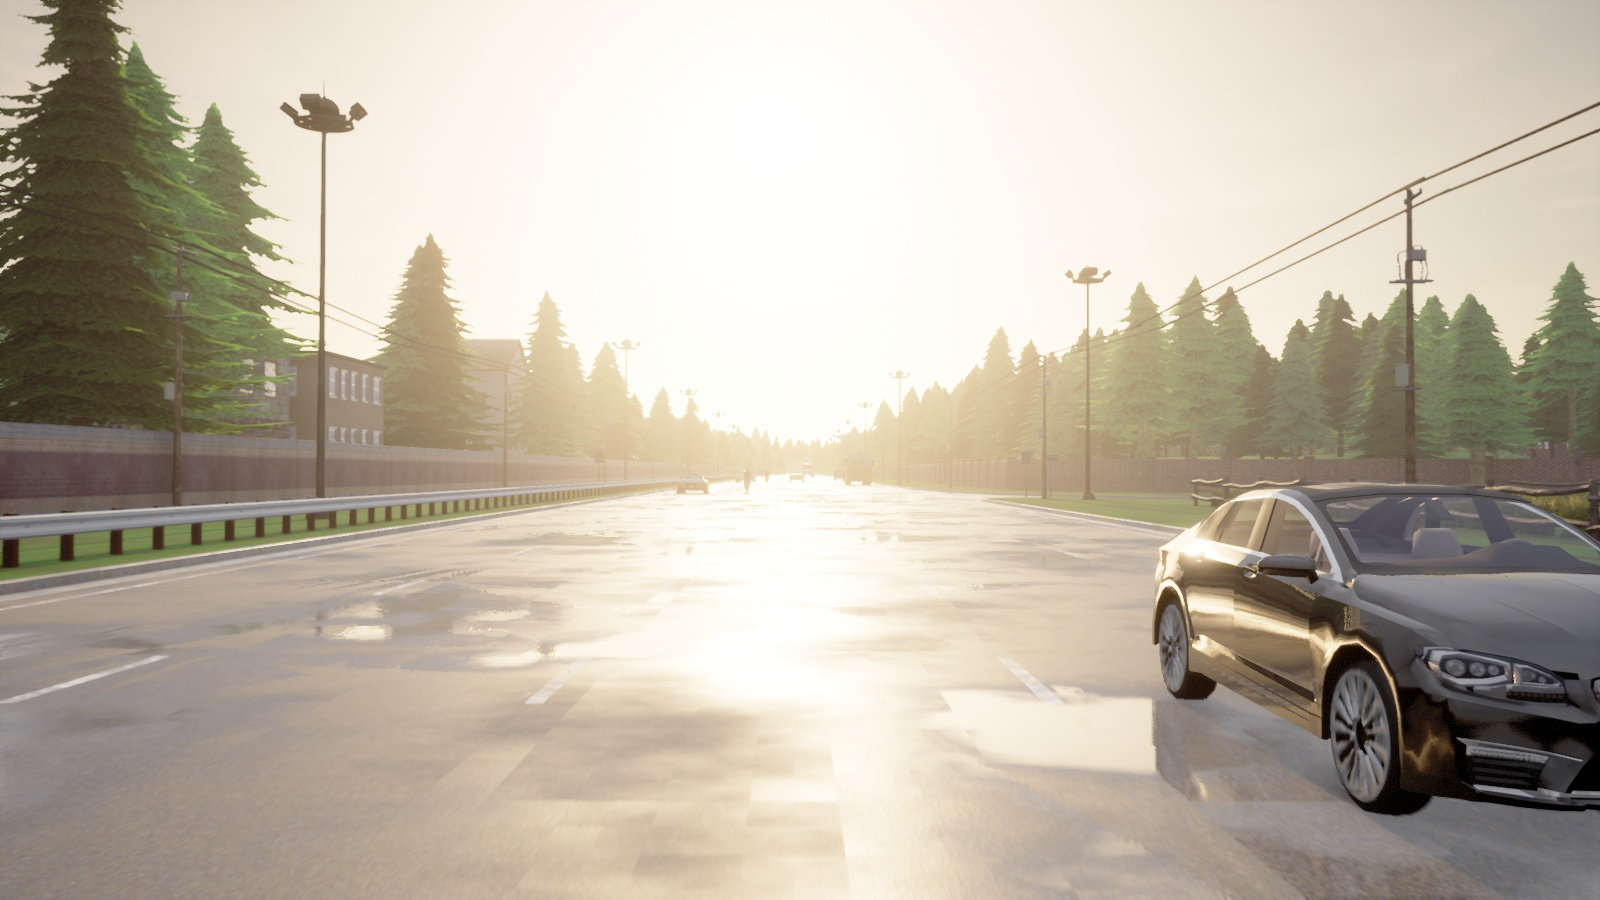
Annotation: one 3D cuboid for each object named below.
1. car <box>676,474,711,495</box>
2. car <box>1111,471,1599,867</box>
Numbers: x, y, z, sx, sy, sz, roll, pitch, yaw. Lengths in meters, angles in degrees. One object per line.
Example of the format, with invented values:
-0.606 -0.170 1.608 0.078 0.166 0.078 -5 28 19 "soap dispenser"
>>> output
-7.204 2.334 85.259 1.994 1.385 4.181 0 -1 0 "car"
3.482 0.879 7.276 2.128 1.511 4.902 0 -1 0 "car"
